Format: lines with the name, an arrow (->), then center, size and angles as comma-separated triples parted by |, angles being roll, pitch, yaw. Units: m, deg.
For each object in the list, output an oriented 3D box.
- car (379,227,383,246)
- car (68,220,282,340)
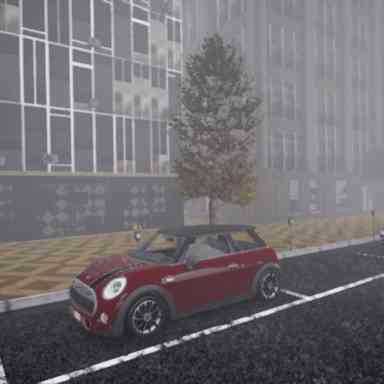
car -> 9.042, 1.416, 13.047 | 4.403, 1.369, 2.008 | -1, 0, -36
car -> -0.203, 1.409, 6.432 | 4.097, 1.590, 1.967 | -1, 0, -36
